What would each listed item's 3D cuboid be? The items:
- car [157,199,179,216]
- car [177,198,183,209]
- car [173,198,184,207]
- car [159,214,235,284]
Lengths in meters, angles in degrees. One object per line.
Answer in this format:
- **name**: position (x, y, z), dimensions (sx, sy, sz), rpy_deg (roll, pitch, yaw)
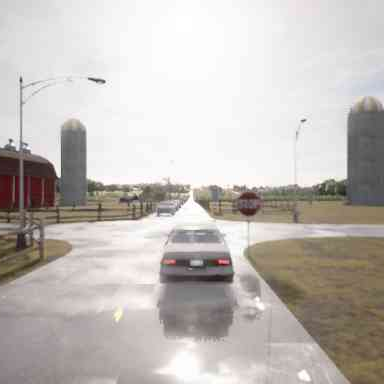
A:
- **car**: position (-2.857, 1.834, 37.726), dimensions (1.882, 1.535, 5.008), rpy_deg (0, -1, 0)
- **car**: position (-2.853, 1.960, 47.216), dimensions (2.128, 1.511, 4.902), rpy_deg (0, -1, 0)
- **car**: position (-2.764, 2.142, 70.446), dimensions (2.097, 1.767, 4.553), rpy_deg (0, -1, 0)
- **car**: position (0.100, 1.610, 9.763), dimensions (2.033, 1.411, 5.357), rpy_deg (0, 0, 0)
